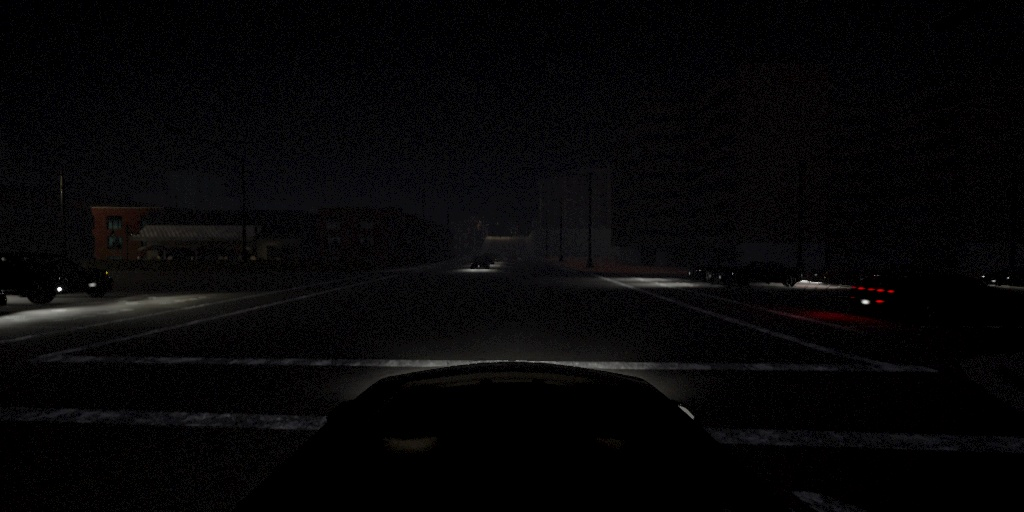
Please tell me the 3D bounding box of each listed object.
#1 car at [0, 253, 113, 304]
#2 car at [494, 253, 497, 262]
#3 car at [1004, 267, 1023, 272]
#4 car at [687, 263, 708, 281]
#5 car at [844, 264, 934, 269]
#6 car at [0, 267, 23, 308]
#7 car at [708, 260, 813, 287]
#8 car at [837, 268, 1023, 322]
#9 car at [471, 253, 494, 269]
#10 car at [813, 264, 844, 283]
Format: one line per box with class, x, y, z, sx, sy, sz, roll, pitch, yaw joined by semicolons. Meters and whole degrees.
car;-20.650;0.877;15.346;5.566;2.045;2.150;0;1;1
car;-3.546;0.438;51.526;1.837;1.490;4.892;0;1;0
car;38.703;1.547;26.870;5.357;1.411;2.033;1;1;-1
car;15.460;1.043;26.320;4.902;1.511;2.128;1;1;-1
car;24.911;1.257;23.047;4.902;1.511;2.128;1;1;-1
car;-19.888;1.230;11.841;4.892;1.490;1.837;0;1;1
car;15.666;1.114;22.826;4.902;1.511;2.128;1;1;-1
car;14.325;1.319;12.131;4.892;1.490;1.837;1;1;-1
car;-3.584;0.683;41.404;2.033;1.411;5.357;0;1;0
car;24.429;1.252;26.547;4.181;1.385;1.994;1;1;-2
